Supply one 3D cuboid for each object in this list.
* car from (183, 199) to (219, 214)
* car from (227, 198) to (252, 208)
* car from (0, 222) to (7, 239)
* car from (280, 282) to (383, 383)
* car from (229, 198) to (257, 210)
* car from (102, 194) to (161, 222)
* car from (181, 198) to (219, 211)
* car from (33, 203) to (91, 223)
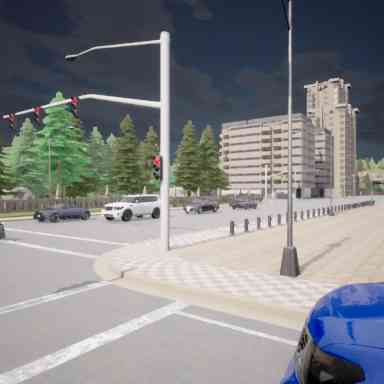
[{"bbox_3d":[1.058,1.491,35.283,2.128,1.511,4.902,0,0,36],"label":"car"},{"bbox_3d":[7.196,1.563,49.848,1.994,1.385,4.181,0,0,36],"label":"car"},{"bbox_3d":[-10.363,1.564,14.304,4.181,1.385,1.994,0,0,-33],"label":"car"},{"bbox_3d":[3.299,1.221,1.613,5.566,2.045,2.150,0,0,36],"label":"car"},{"bbox_3d":[6.884,1.564,43.426,1.994,1.385,4.181,0,0,36],"label":"car"},{"bbox_3d":[-4.706,1.221,27.203,2.150,2.045,5.566,0,0,35],"label":"car"},{"bbox_3d":[1.123,1.547,41.401,2.033,1.411,5.357,0,0,36],"label":"car"},{"bbox_3d":[-9.999,1.564,25.809,1.994,1.385,4.181,0,0,35],"label":"car"}]
